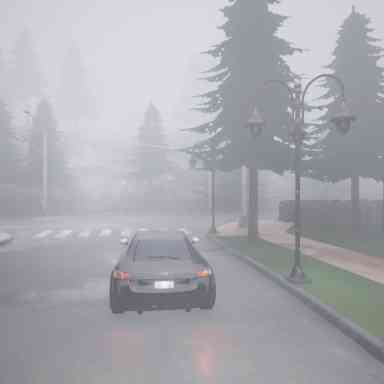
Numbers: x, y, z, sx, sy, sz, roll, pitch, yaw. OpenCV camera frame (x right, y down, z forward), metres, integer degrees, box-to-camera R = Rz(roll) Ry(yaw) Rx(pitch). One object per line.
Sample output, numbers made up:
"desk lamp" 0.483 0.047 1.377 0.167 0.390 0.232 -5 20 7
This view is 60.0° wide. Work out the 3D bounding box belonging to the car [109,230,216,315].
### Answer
"car" -0.725 1.564 7.709 1.994 1.385 4.181 0 0 -7
